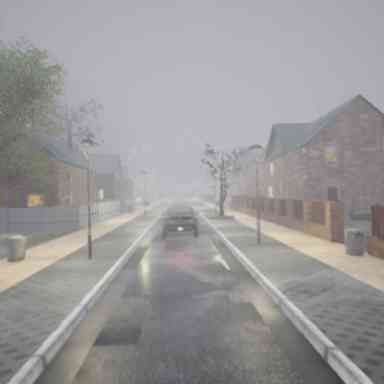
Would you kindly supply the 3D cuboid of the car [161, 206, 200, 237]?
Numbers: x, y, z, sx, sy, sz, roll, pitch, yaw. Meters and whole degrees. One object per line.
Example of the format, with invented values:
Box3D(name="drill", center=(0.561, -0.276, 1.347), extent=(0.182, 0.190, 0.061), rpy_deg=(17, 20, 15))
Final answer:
Box3D(name="car", center=(-0.641, 1.524, 18.360), extent=(1.837, 1.490, 4.892), rpy_deg=(-1, 0, -2))
